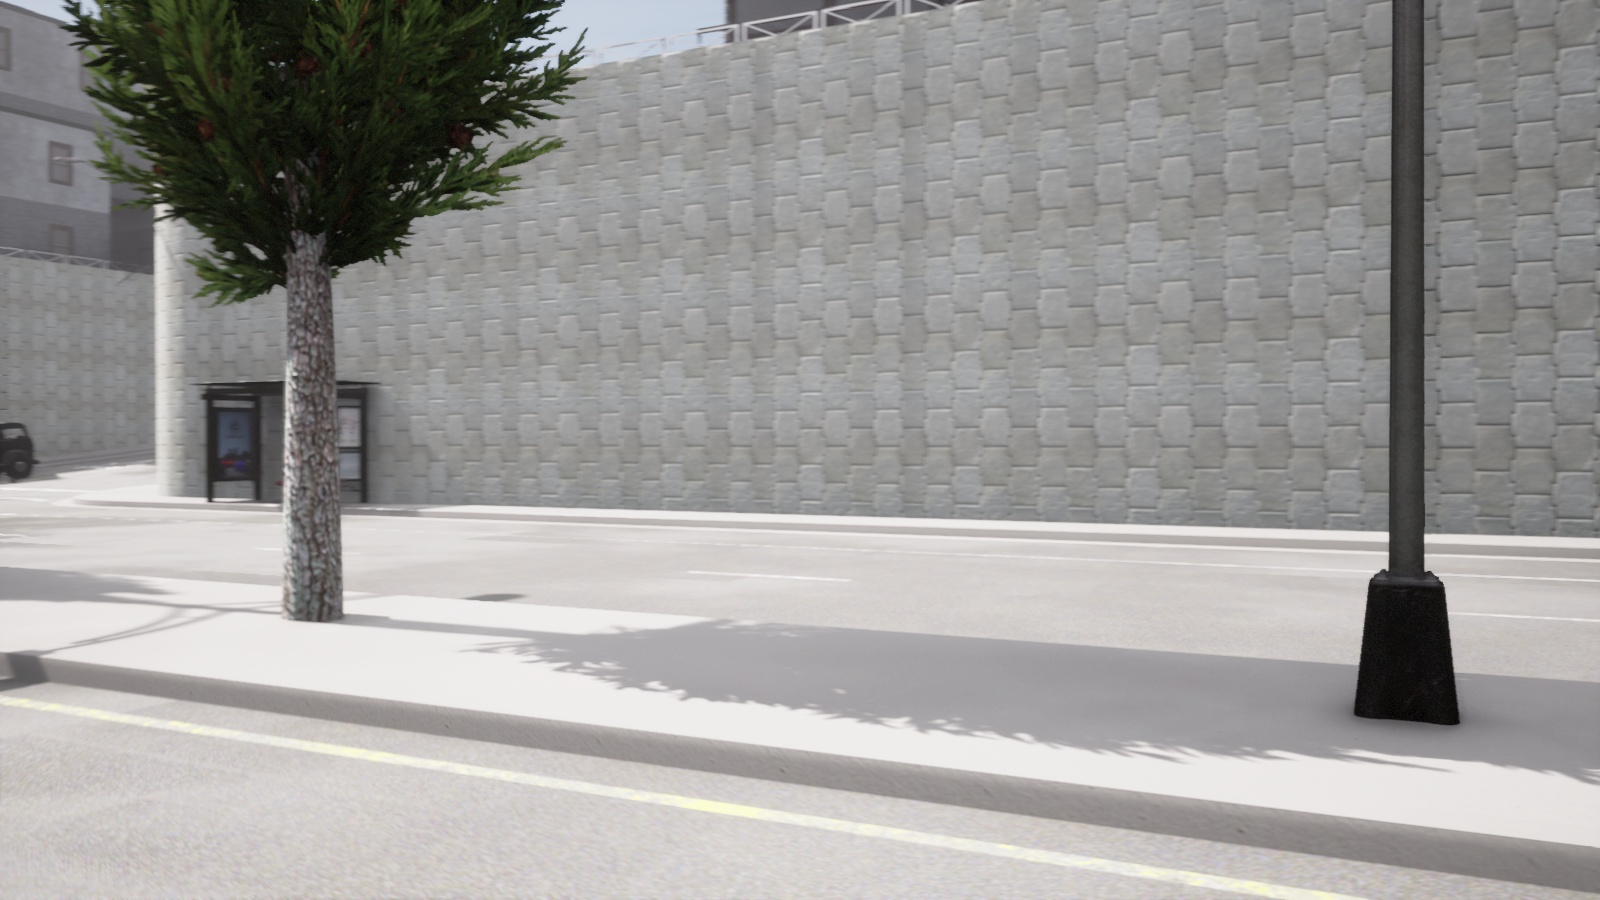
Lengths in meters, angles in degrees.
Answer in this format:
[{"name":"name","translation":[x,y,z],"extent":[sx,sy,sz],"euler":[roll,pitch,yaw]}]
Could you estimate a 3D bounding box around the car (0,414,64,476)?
[{"name":"car","translation":[-26.383,-0.140,40.686],"extent":[1.905,1.878,3.866],"euler":[1,4,28]}]
